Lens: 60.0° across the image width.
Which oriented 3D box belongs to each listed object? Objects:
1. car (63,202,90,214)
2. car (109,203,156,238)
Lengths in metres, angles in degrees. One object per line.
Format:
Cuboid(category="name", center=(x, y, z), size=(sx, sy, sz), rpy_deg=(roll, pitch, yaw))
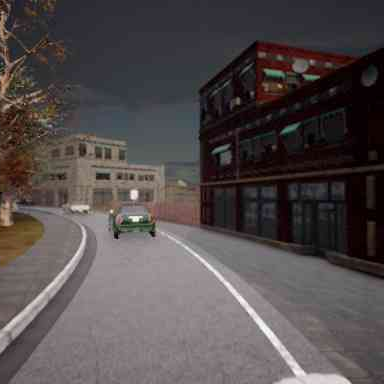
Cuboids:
Cuboid(category="car", center=(-13.042, 1.719, 37.212), size=(1.895, 1.301, 4.718), rpy_deg=(0, 0, -33))
Cuboid(category="car", center=(-3.376, 1.380, 18.206), size=(2.097, 1.767, 4.553), rpy_deg=(0, 0, -17))
